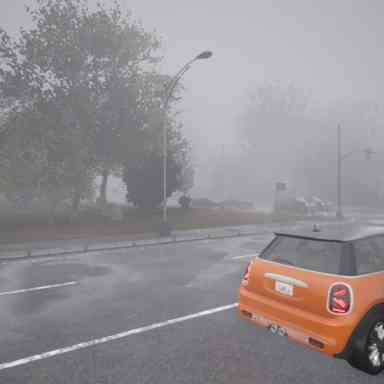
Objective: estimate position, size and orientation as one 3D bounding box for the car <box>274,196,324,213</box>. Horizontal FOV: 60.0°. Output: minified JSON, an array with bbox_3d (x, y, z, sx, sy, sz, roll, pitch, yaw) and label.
[{"bbox_3d":[10.942,1.273,34.943,2.097,1.767,4.553,0,0,-38],"label":"car"}]

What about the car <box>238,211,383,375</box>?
[{"bbox_3d":[3.014,1.347,5.825,4.553,1.767,2.097,0,0,-35],"label":"car"}]

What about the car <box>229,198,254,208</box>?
[{"bbox_3d":[6.391,1.511,46.466,1.895,1.301,4.718,0,0,-38],"label":"car"}]

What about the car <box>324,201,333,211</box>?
[{"bbox_3d":[13.445,1.261,37.425,2.097,1.767,4.553,0,0,-38],"label":"car"}]

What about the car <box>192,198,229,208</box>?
[{"bbox_3d":[2.207,1.471,46.137,2.033,1.411,5.357,0,0,-38],"label":"car"}]
